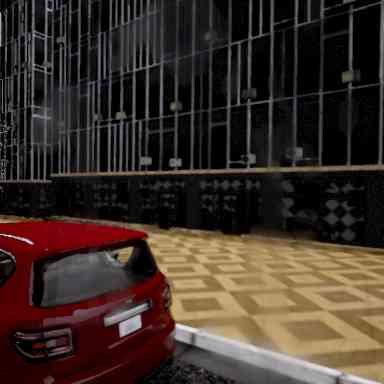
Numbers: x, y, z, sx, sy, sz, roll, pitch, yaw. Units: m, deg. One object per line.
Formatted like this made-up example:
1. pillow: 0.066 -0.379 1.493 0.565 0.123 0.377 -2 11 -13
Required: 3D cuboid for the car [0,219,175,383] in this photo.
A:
1. car: -2.511 1.309 4.457 5.009 1.841 2.192 0 1 36
